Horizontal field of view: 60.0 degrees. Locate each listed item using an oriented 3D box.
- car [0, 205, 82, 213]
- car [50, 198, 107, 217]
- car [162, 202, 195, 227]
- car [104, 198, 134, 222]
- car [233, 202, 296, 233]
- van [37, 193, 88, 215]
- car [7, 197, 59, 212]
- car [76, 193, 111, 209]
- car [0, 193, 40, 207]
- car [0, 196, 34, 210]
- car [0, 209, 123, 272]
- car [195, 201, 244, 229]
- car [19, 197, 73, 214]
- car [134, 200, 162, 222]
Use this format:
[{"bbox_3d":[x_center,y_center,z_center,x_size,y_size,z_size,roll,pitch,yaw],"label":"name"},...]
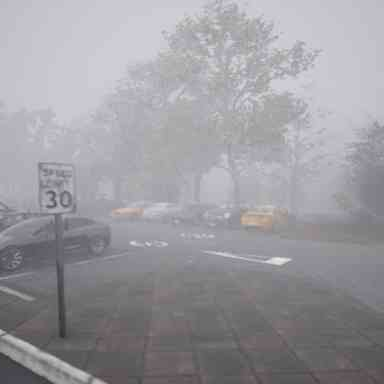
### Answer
[{"bbox_3d":[-7.252,1.515,13.141,2.097,1.535,5.008,1,0,36],"label":"car"},{"bbox_3d":[-10.777,1.406,31.833,2.163,1.488,4.792,1,0,36],"label":"car"},{"bbox_3d":[0.424,1.537,23.689,2.163,1.488,4.792,1,0,36],"label":"car"},{"bbox_3d":[-4.149,1.452,26.820,1.946,1.575,5.366,1,0,36],"label":"car"},{"bbox_3d":[4.820,1.559,20.524,2.097,1.535,5.008,1,0,36],"label":"car"},{"bbox_3d":[-13.031,1.126,33.650,1.878,1.987,4.442,1,0,36],"label":"van"},{"bbox_3d":[-17.460,1.347,36.762,2.163,1.488,4.792,0,0,36],"label":"car"},{"bbox_3d":[-8.502,1.151,30.249,2.435,2.045,5.566,1,0,36],"label":"car"},{"bbox_3d":[-9.481,1.238,14.790,2.435,2.045,5.566,1,0,36],"label":"car"},{"bbox_3d":[-21.953,1.304,39.999,2.097,1.535,5.008,0,0,36],"label":"car"},{"bbox_3d":[-5.027,1.571,11.481,2.163,1.488,4.792,1,0,36],"label":"car"},{"bbox_3d":[2.601,1.407,22.182,2.185,1.767,4.553,1,0,36],"label":"car"},{"bbox_3d":[-15.325,1.361,35.210,2.163,1.488,4.792,1,0,36],"label":"car"},{"bbox_3d":[-1.801,1.522,25.339,2.002,1.452,4.674,1,0,36],"label":"car"}]
